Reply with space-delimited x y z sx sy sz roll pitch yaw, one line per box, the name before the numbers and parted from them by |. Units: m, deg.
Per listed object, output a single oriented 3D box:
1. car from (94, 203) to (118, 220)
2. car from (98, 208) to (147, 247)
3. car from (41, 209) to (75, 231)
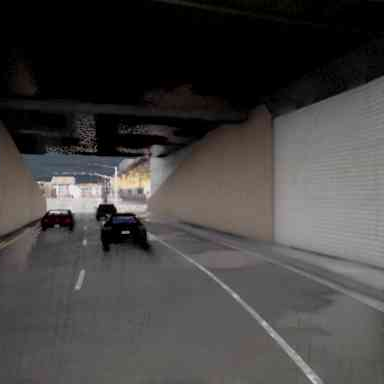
car | -8.088 1.801 31.384 1.837 1.490 4.892 0 -1 -18
car | -3.394 1.715 16.127 1.994 1.385 4.181 0 -1 -16
car | -8.965 1.819 22.557 1.895 1.301 4.718 0 -1 -17
